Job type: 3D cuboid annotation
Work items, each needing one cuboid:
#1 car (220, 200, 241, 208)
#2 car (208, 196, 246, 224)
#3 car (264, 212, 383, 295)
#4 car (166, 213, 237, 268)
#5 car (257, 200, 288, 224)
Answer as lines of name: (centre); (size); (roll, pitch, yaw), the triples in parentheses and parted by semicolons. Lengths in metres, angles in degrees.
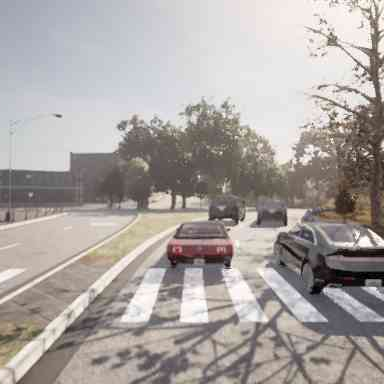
car: (8.994, 2.820, 77.554); (4.553, 1.767, 2.097); (-1, -2, 31)
car: (2.751, 1.290, 25.338); (2.150, 2.045, 5.566); (-1, -1, 16)
car: (3.483, 1.498, 8.678); (2.128, 1.511, 4.902); (0, 0, 2)
car: (0.378, 1.613, 11.316); (1.895, 1.301, 4.718); (0, 0, 4)
car: (6.047, 1.393, 24.823); (2.097, 1.767, 4.553); (-1, -1, 16)
